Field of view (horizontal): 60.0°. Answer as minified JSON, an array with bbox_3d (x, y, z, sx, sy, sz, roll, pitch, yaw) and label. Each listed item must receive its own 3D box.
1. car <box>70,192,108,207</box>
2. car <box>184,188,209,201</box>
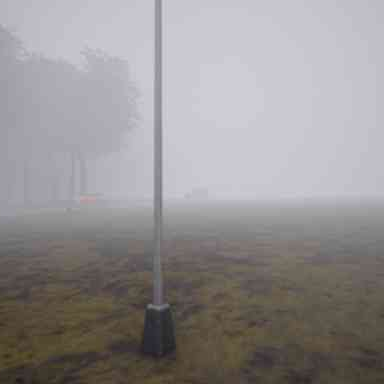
[{"bbox_3d":[-12.461,0.856,40.208,2.097,1.767,4.553,1,1,36],"label":"car"},{"bbox_3d":[0.902,0.387,58.704,2.150,2.045,5.566,1,1,36],"label":"car"}]
